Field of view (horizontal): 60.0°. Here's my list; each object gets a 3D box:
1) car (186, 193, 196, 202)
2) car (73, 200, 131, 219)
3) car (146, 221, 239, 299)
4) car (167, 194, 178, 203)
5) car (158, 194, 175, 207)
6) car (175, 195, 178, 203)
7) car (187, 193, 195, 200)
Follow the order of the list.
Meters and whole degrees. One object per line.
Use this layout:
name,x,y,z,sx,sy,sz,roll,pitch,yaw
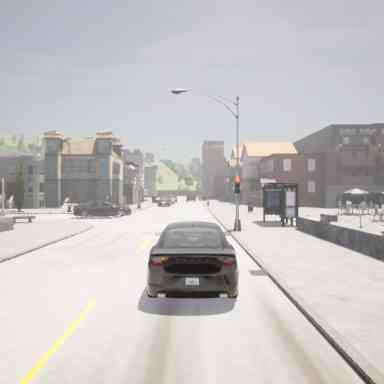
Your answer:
car,-0.205,1.212,76.661,2.150,2.045,5.566,0,0,0
car,-7.709,1.505,28.706,4.892,1.490,1.837,-1,1,-13
car,0.028,1.477,8.534,1.882,1.535,5.008,0,0,0
car,-4.190,1.351,71.142,2.097,1.767,4.553,0,0,0
car,-4.232,1.488,51.979,2.128,1.511,4.902,0,0,0
car,-4.229,1.348,61.079,2.097,1.767,4.553,0,0,0
car,-0.233,1.182,87.021,2.097,1.767,4.553,0,0,0
